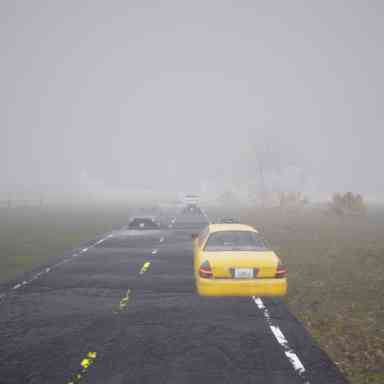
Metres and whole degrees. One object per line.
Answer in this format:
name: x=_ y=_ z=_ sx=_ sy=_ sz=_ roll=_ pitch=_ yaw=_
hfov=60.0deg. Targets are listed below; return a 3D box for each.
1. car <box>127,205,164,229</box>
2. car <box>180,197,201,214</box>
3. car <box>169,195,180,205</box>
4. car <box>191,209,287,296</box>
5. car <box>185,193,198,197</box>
car: x=-2.905 y=1.542 z=21.980 sx=2.033 sy=1.411 sz=5.357 roll=0 pitch=0 yaw=0
car: x=-0.009 y=1.518 z=34.900 sx=1.812 sy=1.442 sz=4.674 roll=0 pitch=0 yaw=0
car: x=-2.896 y=1.340 z=58.641 sx=2.097 sy=1.767 sz=4.553 roll=0 pitch=0 yaw=0
car: x=0.943 y=1.454 z=8.634 sx=1.801 sy=1.575 sz=5.366 roll=0 pitch=0 yaw=0
car: x=-0.086 y=1.212 z=45.226 sx=2.150 sy=2.045 sz=5.566 roll=0 pitch=0 yaw=0
